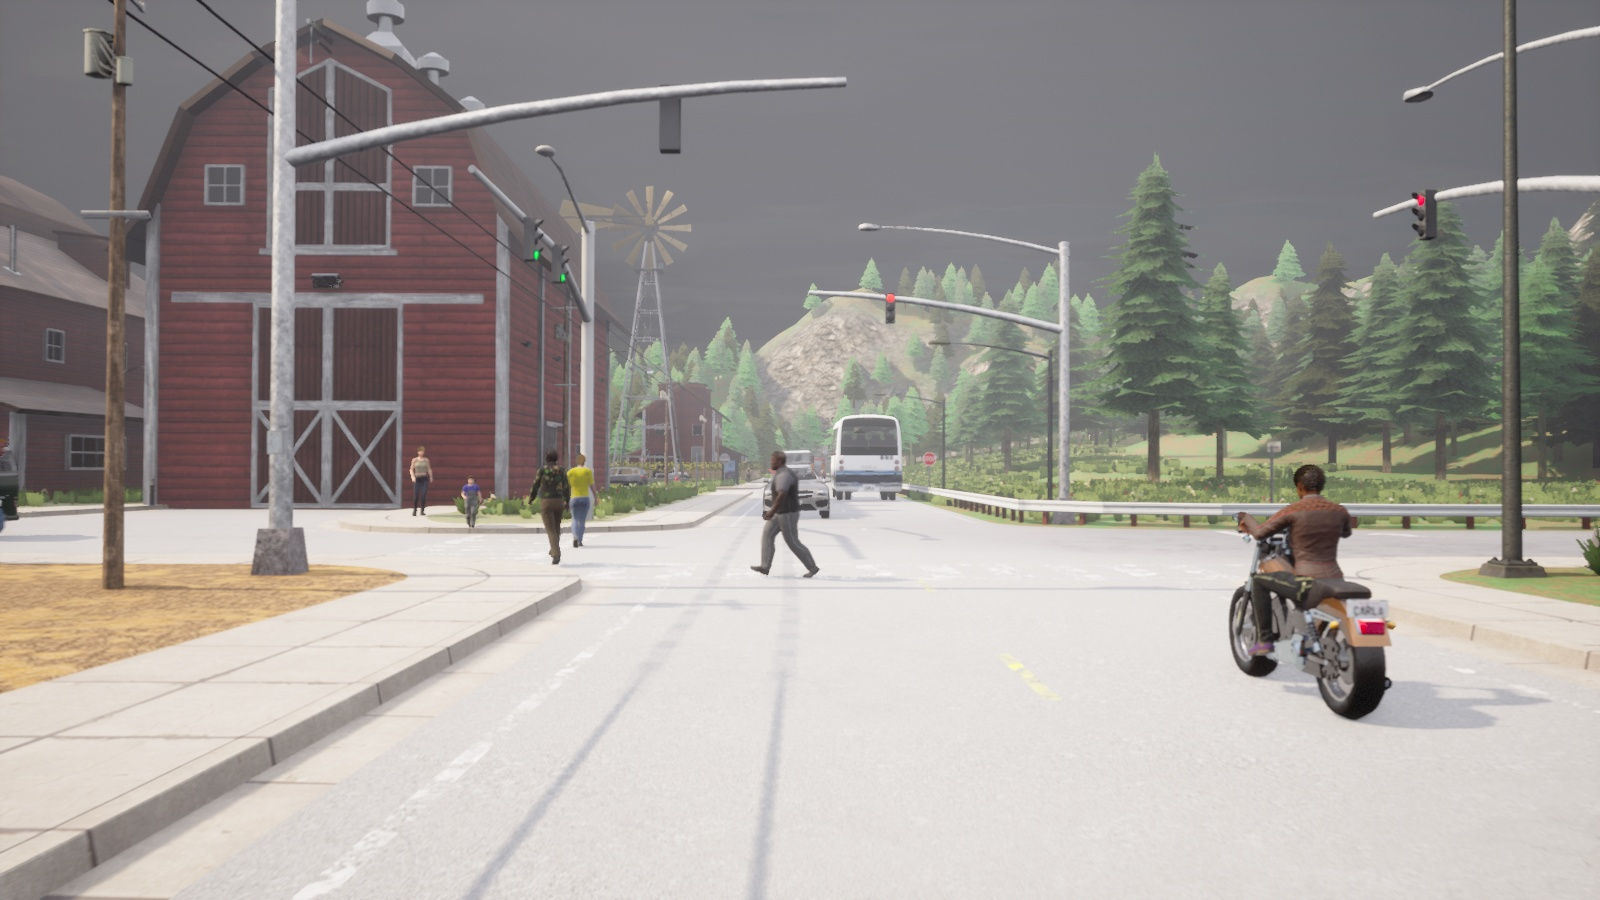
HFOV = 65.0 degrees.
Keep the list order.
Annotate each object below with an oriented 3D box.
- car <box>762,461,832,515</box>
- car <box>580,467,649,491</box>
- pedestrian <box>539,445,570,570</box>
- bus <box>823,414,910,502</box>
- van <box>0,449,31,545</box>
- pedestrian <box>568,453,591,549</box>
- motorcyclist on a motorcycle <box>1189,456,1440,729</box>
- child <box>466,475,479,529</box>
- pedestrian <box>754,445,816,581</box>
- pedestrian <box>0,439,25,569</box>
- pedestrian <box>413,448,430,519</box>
[{"bbox_3d":[-0.104,1.218,41.355,2.152,1.651,5.027,0,-1,0],"label":"car"},{"bbox_3d":[-13.092,2.057,89.029,4.611,1.667,2.242,0,-1,-1],"label":"car"},{"bbox_3d":[-3.885,0.896,19.869,0.395,1.930,0.692,0,-1,-19],"label":"pedestrian"},{"bbox_3d":[3.329,0.426,66.227,3.944,4.253,10.273,0,0,0],"label":"bus"},{"bbox_3d":[-18.733,0.990,26.047,4.442,1.987,1.775,0,0,-1],"label":"van"},{"bbox_3d":[-4.270,0.973,24.326,0.354,1.836,0.706,0,-1,-4],"label":"pedestrian"},{"bbox_3d":[3.478,0.882,8.782,0.766,1.649,2.350,0,-1,0],"label":"motorcyclist on a motorcycle"},{"bbox_3d":[-7.630,1.206,29.236,0.270,1.263,0.437,0,-1,-11],"label":"child"},{"bbox_3d":[-0.223,0.873,17.722,0.849,1.883,0.563,0,-1,-2],"label":"pedestrian"},{"bbox_3d":[-11.447,0.763,17.814,0.706,1.836,0.354,0,-1,-17],"label":"pedestrian"},{"bbox_3d":[-9.878,0.870,32.759,0.345,1.836,0.594,0,-1,-24],"label":"pedestrian"}]
